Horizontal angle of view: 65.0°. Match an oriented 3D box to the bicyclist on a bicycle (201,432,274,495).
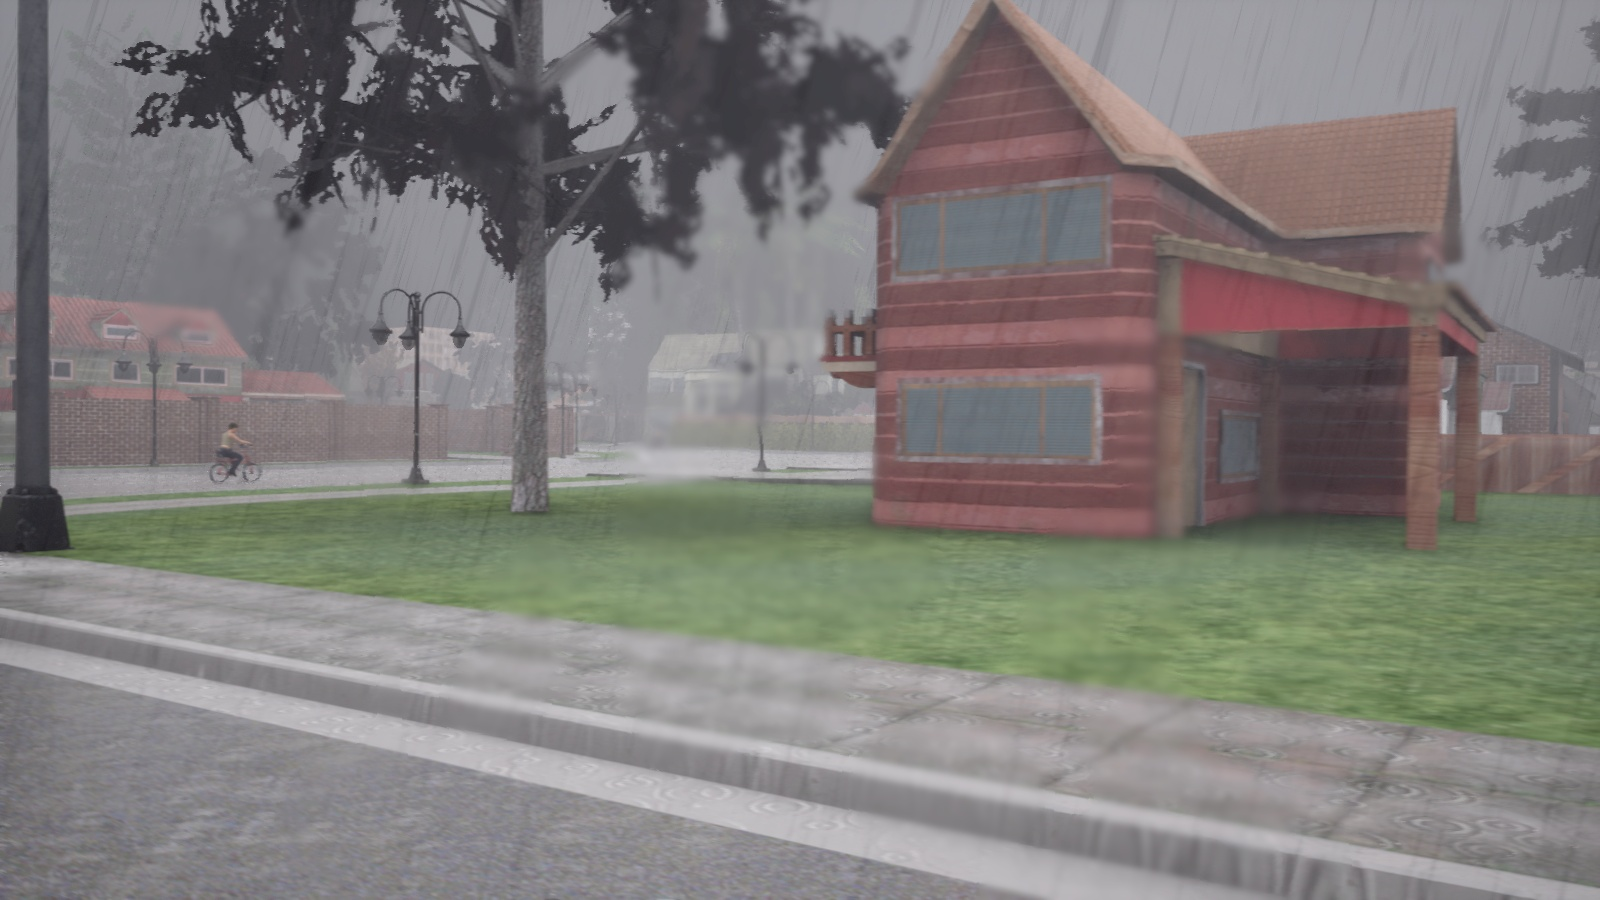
[{"bbox_3d":[-14.857,0.349,33.210,0.866,1.612,1.509,0,1,32],"label":"bicyclist on a bicycle"}]
